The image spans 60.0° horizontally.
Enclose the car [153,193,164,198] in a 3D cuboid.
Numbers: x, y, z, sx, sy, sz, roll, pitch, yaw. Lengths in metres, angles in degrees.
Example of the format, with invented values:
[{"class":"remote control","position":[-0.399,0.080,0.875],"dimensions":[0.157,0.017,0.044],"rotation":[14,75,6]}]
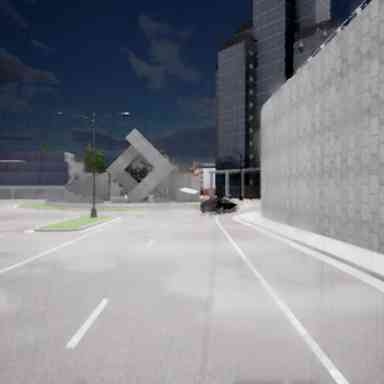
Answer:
[{"class":"car","position":[-9.775,1.130,94.200],"dimensions":[1.994,1.385,4.181],"rotation":[0,0,4]}]

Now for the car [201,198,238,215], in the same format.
[{"class":"car","position":[2.738,1.331,32.529],"dimensions":[1.882,1.535,5.008],"rotation":[-1,0,33]}]
